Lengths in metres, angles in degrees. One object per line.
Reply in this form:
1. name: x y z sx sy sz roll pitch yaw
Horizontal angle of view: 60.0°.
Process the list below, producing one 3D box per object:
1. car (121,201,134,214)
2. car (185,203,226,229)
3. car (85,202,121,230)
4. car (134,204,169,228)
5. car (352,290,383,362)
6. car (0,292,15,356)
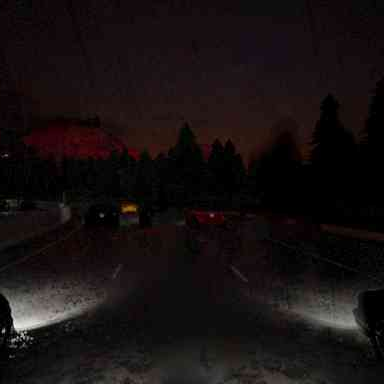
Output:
1. car: -7.987 1.848 40.324 1.882 1.535 5.008 0 0 -22
2. car: 0.848 1.565 23.624 2.097 1.767 4.553 0 -1 -12
3. car: -6.231 1.568 23.327 2.097 1.767 4.553 0 -1 -12
4. car: -2.888 1.713 24.358 2.128 1.511 4.902 0 -1 -13
5. car: 3.463 1.571 2.701 2.033 1.411 5.357 0 0 -1
6. car: -3.597 1.597 3.255 1.994 1.385 4.181 0 -1 -1
